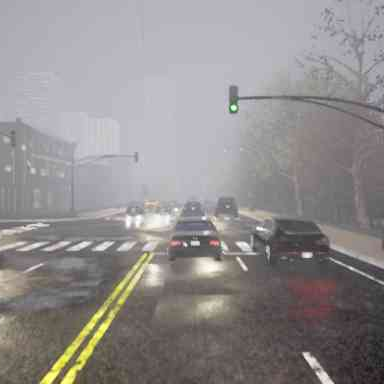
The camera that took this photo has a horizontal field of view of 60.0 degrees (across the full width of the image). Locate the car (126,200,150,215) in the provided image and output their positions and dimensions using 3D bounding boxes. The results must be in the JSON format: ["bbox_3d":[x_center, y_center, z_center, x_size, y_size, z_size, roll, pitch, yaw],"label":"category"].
[{"bbox_3d":[-6.594,1.839,39.375,2.128,1.511,4.902,0,0,-2],"label":"car"}]

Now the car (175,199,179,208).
[{"bbox_3d":[-3.264,2.017,59.422,2.128,1.511,4.902,0,-1,1],"label":"car"}]

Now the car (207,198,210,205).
[{"bbox_3d":[3.261,2.127,69.342,2.128,1.511,4.902,0,0,0],"label":"car"}]

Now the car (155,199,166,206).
[{"bbox_3d":[-6.487,2.161,69.255,1.994,1.385,4.181,0,0,0],"label":"car"}]

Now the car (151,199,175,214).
[{"bbox_3d":[-3.382,1.843,39.752,2.128,1.511,4.902,0,0,-3],"label":"car"}]

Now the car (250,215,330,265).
[{"bbox_3d":[3.354,1.614,12.106,1.837,1.490,4.892,0,-1,0],"label":"car"}]

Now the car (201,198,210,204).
[{"bbox_3d":[3.264,2.084,79.763,1.994,1.385,4.181,0,0,0],"label":"car"}]

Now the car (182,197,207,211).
[{"bbox_3d":[0.107,1.649,33.339,2.097,1.767,4.553,0,0,0],"label":"car"}]

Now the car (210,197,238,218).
[{"bbox_3d":[3.357,1.524,33.917,2.150,2.045,5.566,0,0,0],"label":"car"}]

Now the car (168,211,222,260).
[{"bbox_3d":[0.102,1.664,12.843,2.033,1.411,5.357,0,-1,0],"label":"car"}]

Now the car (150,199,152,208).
[{"bbox_3d":[-6.543,1.966,55.314,1.882,1.535,5.008,0,-1,0],"label":"car"}]

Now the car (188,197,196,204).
[{"bbox_3d":[0.014,2.032,79.763,1.837,1.490,4.892,0,0,0],"label":"car"}]
